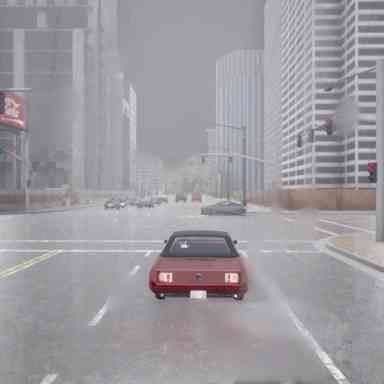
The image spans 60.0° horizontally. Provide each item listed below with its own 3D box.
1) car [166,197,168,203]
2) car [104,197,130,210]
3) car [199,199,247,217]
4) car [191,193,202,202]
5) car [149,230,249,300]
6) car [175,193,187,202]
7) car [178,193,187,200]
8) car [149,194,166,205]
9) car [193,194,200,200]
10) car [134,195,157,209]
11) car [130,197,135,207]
[{"bbox_3d":[-6.039,1.601,68.823,1.895,1.301,4.718,0,0,1],"label":"car"},{"bbox_3d":[-9.995,1.491,43.276,2.128,1.511,4.902,0,0,1],"label":"car"},{"bbox_3d":[2.910,1.564,30.592,4.181,1.385,1.994,0,0,1],"label":"car"},{"bbox_3d":[1.029,1.216,73.416,2.150,2.045,5.566,0,0,1],"label":"car"},{"bbox_3d":[0.214,1.601,8.344,1.895,1.301,4.718,0,0,2],"label":"car"},{"bbox_3d":[-2.471,1.216,73.466,2.150,2.045,5.566,0,0,1],"label":"car"},{"bbox_3d":[-2.319,1.184,84.106,2.097,1.767,4.553,0,0,1],"label":"car"},{"bbox_3d":[-6.281,1.491,57.102,2.128,1.511,4.902,0,0,1],"label":"car"},{"bbox_3d":[1.181,1.353,84.086,1.812,1.442,4.674,0,0,1],"label":"car"},{"bbox_3d":[-6.442,1.526,46.712,1.812,1.442,4.674,0,0,1],"label":"car"},{"bbox_3d":[-9.857,1.491,52.704,2.128,1.511,4.902,0,0,1],"label":"car"}]
